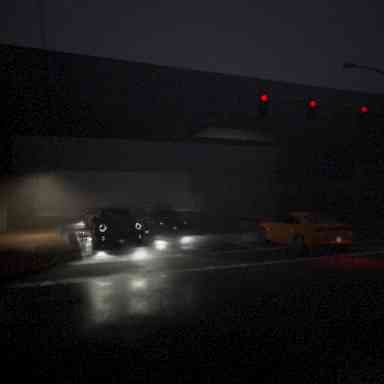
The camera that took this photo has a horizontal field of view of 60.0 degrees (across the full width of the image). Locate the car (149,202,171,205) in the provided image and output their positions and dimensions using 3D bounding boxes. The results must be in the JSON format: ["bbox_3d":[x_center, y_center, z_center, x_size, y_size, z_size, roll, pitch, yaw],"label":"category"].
[{"bbox_3d":[-4.303,2.119,48.034,1.882,1.535,5.008,0,-1,-21],"label":"car"}]

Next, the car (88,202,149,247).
[{"bbox_3d":[-3.846,1.603,16.659,2.097,1.767,4.553,0,-1,-21],"label":"car"}]

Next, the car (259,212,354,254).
[{"bbox_3d":[4.667,1.610,14.428,1.882,1.535,5.008,0,-1,-15],"label":"car"}]

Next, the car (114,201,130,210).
[{"bbox_3d":[-12.662,2.381,59.881,1.837,1.490,4.892,0,-1,-22],"label":"car"}]

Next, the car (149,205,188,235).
[{"bbox_3d":[-1.781,1.809,21.087,1.812,1.442,4.674,0,-1,-21],"label":"car"}]

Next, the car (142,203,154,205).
[{"bbox_3d":[-5.175,1.977,30.047,2.033,1.411,5.357,0,-1,-20],"label":"car"}]

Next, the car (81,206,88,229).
[{"bbox_3d":[-7.082,1.868,25.195,1.882,1.535,5.008,0,-1,-21],"label":"car"}]

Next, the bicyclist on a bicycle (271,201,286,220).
[{"bbox_3d":[7.527,1.583,28.925,1.656,1.620,0.582,-1,-1,-21],"label":"bicyclist on a bicycle"}]
